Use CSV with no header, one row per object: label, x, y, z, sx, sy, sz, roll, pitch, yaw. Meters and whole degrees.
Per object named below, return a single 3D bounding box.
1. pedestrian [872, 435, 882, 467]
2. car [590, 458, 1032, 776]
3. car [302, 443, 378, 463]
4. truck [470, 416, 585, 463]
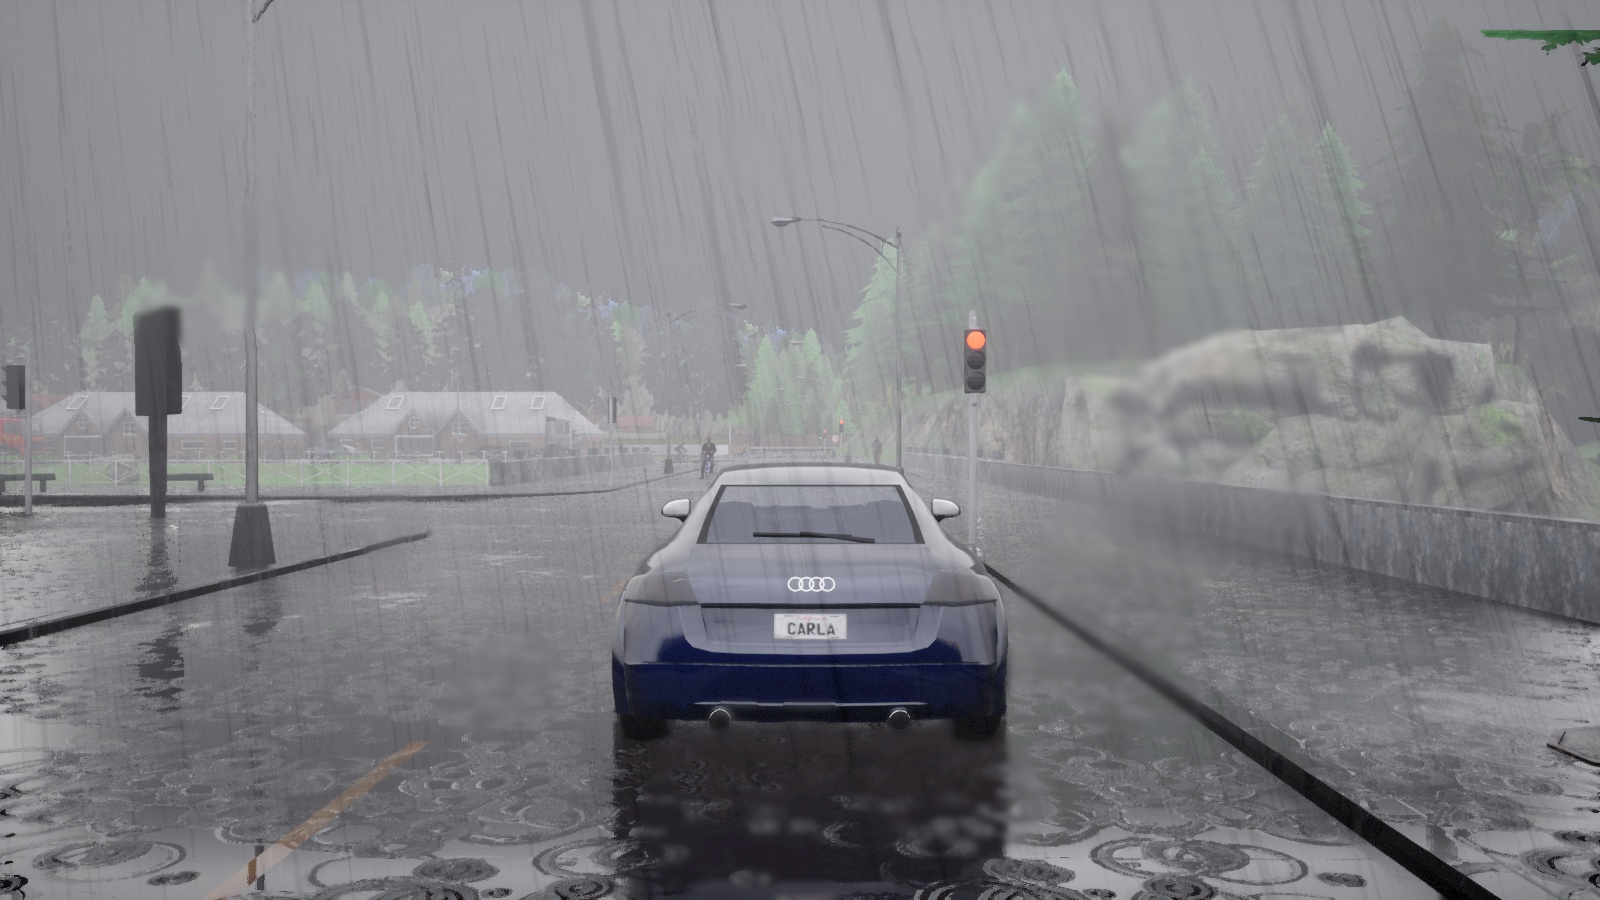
pedestrian,4.417,0.055,71.766,0.540,1.848,0.694,0,0,1
car,0.066,0.767,7.763,1.994,1.385,4.181,0,0,1
car,-34.097,0.193,93.176,4.792,1.488,2.163,0,0,0
truck,-20.145,-0.777,93.091,7.936,3.462,2.891,0,0,0
